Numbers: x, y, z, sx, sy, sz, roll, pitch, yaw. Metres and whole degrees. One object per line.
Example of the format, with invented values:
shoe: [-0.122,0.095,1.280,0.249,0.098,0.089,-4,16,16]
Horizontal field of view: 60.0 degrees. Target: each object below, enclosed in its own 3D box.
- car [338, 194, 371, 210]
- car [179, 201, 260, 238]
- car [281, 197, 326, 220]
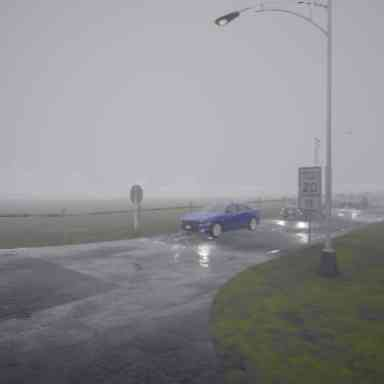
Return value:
car: [16.254,0.931,33.127,2.033,1.411,5.357,1,2,42]
car: [1.482,1.225,16.434,1.882,1.535,5.008,1,2,41]
car: [8.143,1.088,23.966,1.837,1.490,4.892,1,2,42]
